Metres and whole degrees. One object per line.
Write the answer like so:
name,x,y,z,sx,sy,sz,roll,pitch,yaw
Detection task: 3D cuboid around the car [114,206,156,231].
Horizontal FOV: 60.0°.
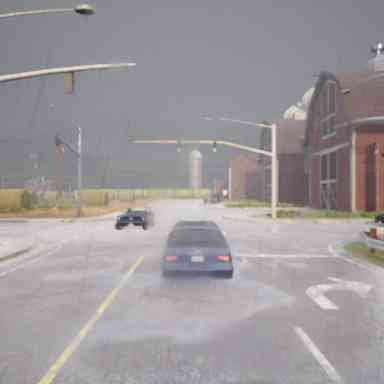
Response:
car,-3.492,1.594,21.264,1.895,1.301,4.718,0,0,0

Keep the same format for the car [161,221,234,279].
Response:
car,0.103,1.579,10.084,2.033,1.411,5.357,0,0,-1

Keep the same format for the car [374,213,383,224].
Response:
car,15.362,1.645,22.461,5.357,1.411,2.033,0,0,1

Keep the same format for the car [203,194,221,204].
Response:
car,4.190,1.360,68.662,1.905,1.878,3.866,-8,3,-42
